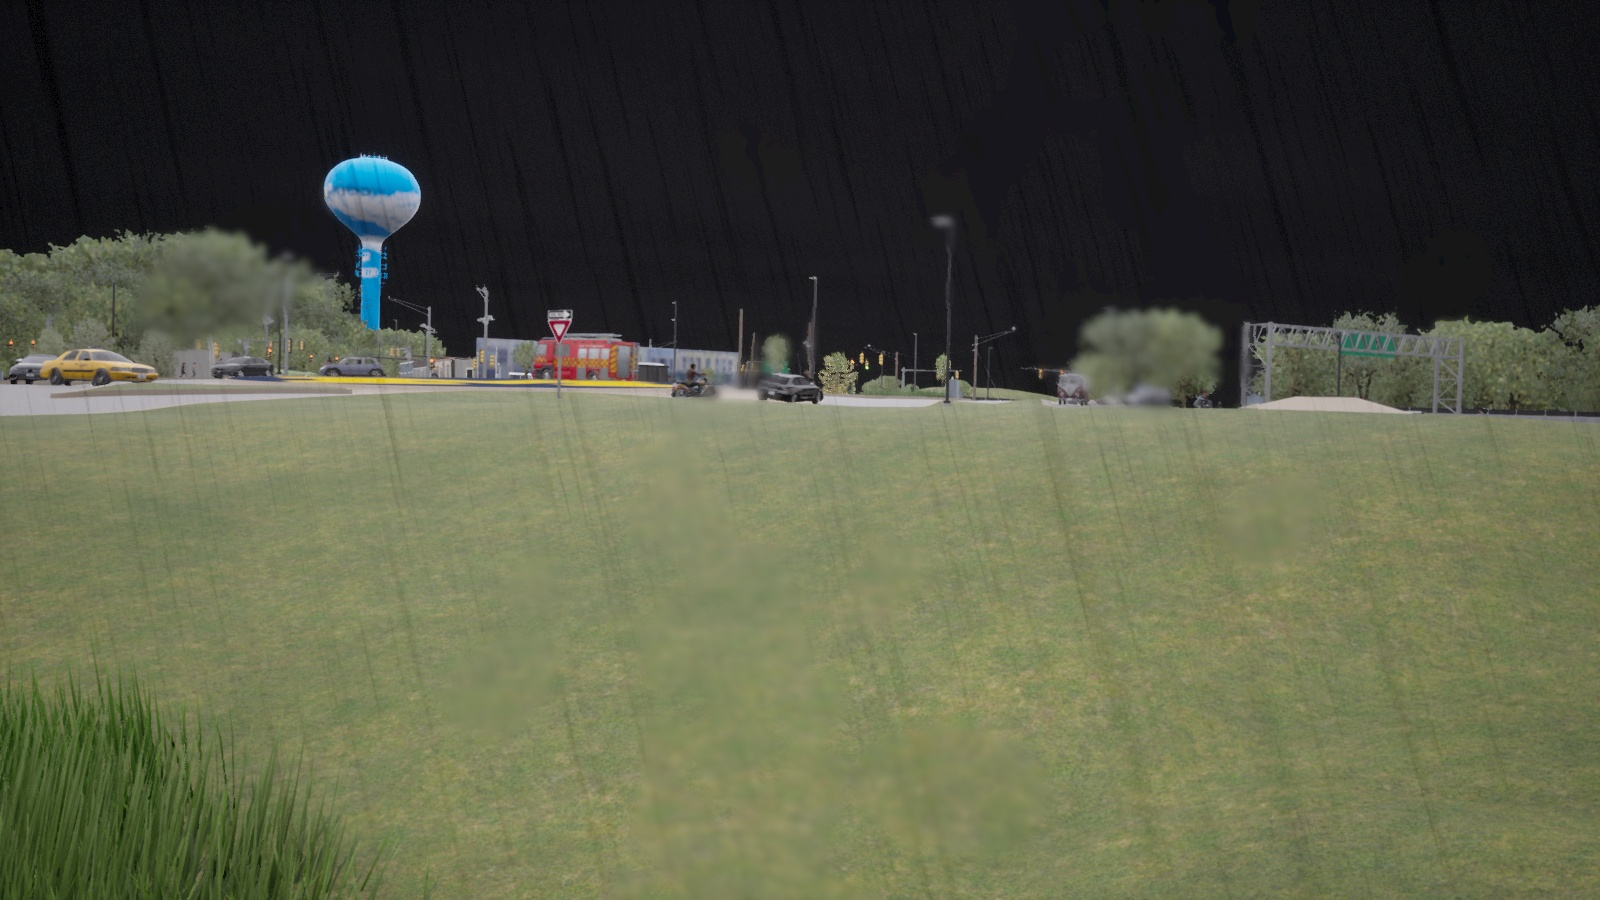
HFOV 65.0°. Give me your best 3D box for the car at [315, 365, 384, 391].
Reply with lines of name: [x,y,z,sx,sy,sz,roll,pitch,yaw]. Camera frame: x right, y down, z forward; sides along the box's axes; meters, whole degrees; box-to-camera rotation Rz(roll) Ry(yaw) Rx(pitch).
car: [-27.846,-4.429,77.610,3.806,1.475,1.970,-2,2,-24]

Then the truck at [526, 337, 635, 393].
truck: [-16.055,-6.152,91.511,8.468,3.827,2.891,3,2,38]

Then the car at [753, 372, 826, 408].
car: [-0.463,-3.019,62.052,1.816,1.474,4.193,8,8,25]

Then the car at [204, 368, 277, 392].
car: [-37.245,-4.668,83.721,1.837,1.490,4.892,1,4,12]

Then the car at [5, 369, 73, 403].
car: [-34.924,-2.909,57.733,1.812,1.442,4.674,0,2,-20]

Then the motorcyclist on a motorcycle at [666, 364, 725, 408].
motorcyclist on a motorcycle: [-4.086,-2.486,49.185,0.766,1.649,2.350,1,1,44]

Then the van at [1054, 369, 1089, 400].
van: [18.145,-4.370,83.815,1.775,1.987,4.442,2,4,18]

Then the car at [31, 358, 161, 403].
car: [-26.629,-2.585,47.450,5.366,1.575,1.801,1,1,30]
